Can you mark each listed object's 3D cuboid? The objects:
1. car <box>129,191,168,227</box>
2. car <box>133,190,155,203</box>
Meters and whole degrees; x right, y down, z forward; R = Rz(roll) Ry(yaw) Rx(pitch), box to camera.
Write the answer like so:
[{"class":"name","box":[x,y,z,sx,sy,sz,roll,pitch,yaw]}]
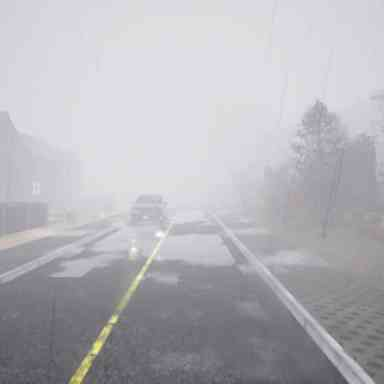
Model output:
[{"class":"car","box":[-2.826,1.158,22.801,2.150,2.045,5.566,0,0,0]},{"class":"car","box":[-8.761,0.798,60.364,2.150,2.045,5.566,0,1,-28]}]
